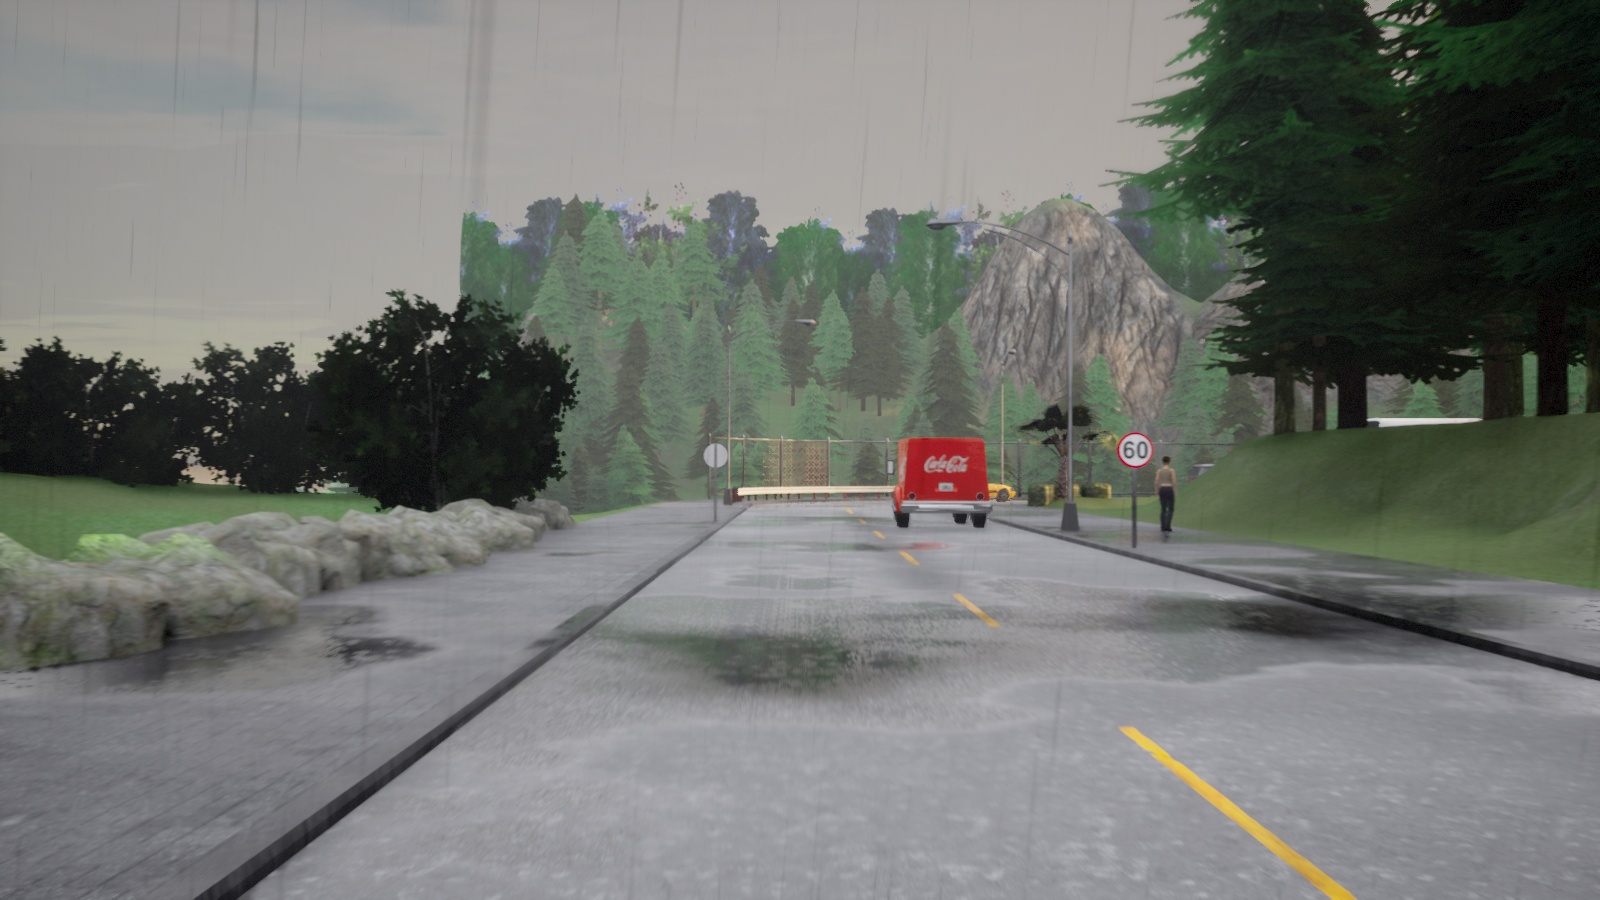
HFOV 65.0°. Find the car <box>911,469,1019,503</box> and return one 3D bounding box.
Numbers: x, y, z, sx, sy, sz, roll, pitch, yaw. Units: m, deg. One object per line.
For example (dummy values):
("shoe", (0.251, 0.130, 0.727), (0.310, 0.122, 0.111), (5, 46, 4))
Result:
("car", (7.998, 1.713, 60.744), (5.366, 1.575, 1.801), (0, -1, -35))

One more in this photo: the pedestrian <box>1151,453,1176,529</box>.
("pedestrian", (8.900, 0.990, 30.751), (0.345, 1.836, 0.594), (-1, -1, 41))

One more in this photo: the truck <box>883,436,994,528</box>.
("truck", (3.914, 0.904, 36.462), (2.627, 2.467, 5.204), (0, -1, 0))

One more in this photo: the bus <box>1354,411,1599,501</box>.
("bus", (33.433, 0.316, 62.074), (10.273, 4.253, 3.944), (0, -1, 3))

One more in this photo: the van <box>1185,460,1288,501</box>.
("van", (21.421, 1.489, 61.758), (4.442, 1.987, 1.775), (0, -1, 0))
